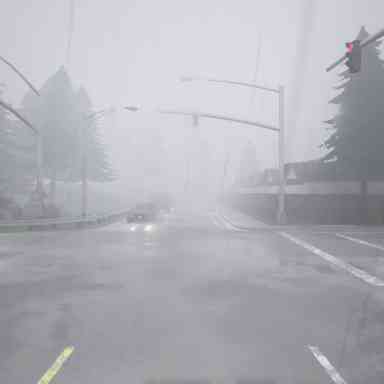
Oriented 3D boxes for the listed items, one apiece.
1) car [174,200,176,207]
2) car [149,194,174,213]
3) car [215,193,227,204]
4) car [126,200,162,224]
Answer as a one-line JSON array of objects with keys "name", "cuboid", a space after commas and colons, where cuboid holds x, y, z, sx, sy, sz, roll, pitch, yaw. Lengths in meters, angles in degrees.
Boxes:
[{"name": "car", "cuboid": [-3.432, 1.504, 48.029, 1.837, 1.490, 4.892, 0, 0, 3]}, {"name": "car", "cuboid": [-3.608, 1.223, 37.917, 2.150, 2.045, 5.566, 0, 0, 0]}, {"name": "car", "cuboid": [6.901, 1.206, 60.911, 5.566, 2.045, 2.150, 0, 0, -22]}, {"name": "car", "cuboid": [-3.602, 1.564, 24.843, 1.994, 1.385, 4.181, 0, 0, 0]}]
